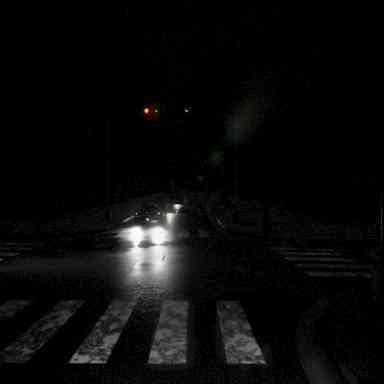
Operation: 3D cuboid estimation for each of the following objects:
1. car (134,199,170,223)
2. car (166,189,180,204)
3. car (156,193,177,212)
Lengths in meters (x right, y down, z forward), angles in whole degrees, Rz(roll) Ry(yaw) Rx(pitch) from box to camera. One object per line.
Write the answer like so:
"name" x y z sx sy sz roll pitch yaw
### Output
"car" -2.869 1.425 23.681 1.895 1.301 4.718 0 1 0
"car" -2.872 0.630 47.985 2.150 2.045 5.566 0 1 0
"car" -2.875 1.170 33.793 1.837 1.490 4.892 0 1 0
